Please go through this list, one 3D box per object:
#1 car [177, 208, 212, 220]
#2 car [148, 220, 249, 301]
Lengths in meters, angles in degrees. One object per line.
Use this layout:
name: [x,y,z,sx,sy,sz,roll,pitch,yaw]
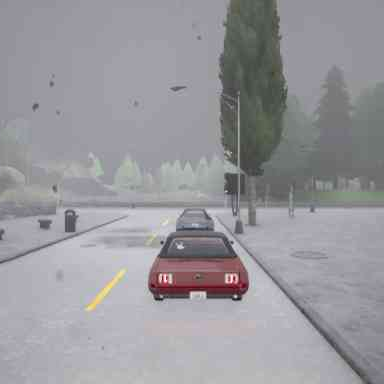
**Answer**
car: [0.156,1.595,18.356,1.994,1.385,4.181,0,0,0]
car: [0.124,1.615,8.316,1.895,1.301,4.718,0,0,0]
